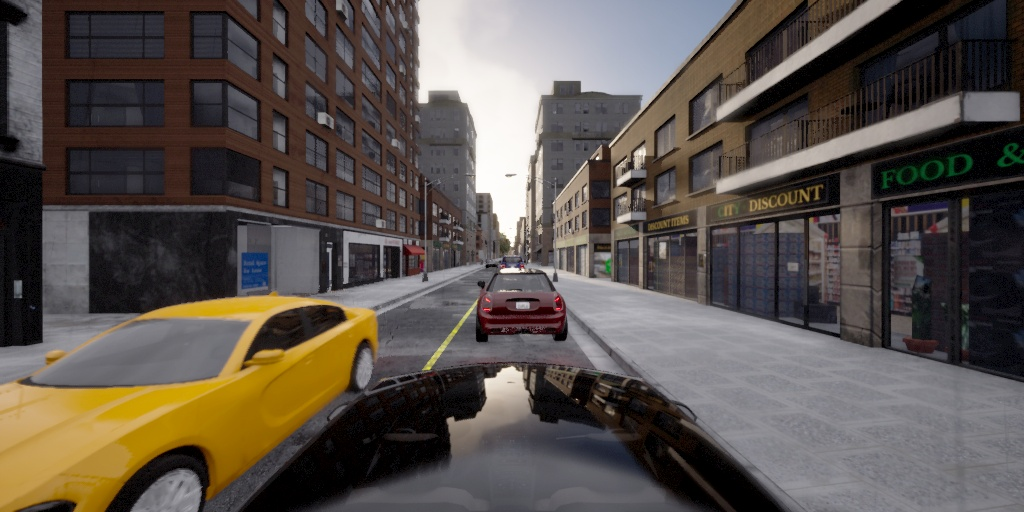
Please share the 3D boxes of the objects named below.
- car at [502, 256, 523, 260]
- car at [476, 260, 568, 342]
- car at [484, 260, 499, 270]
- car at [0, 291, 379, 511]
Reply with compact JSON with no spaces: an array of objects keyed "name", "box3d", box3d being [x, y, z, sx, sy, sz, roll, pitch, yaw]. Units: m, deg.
[{"name":"car","box3d":[0.038,0.976,31.104,2.150,2.045,5.566,0,0,0]},{"name":"car","box3d":[0.115,1.102,9.958,2.097,1.767,4.553,0,0,-3]},{"name":"car","box3d":[-3.146,1.373,55.836,1.895,1.301,4.718,0,0,0]},{"name":"car","box3d":[-3.104,1.228,3.851,1.882,1.535,5.008,0,0,0]}]
